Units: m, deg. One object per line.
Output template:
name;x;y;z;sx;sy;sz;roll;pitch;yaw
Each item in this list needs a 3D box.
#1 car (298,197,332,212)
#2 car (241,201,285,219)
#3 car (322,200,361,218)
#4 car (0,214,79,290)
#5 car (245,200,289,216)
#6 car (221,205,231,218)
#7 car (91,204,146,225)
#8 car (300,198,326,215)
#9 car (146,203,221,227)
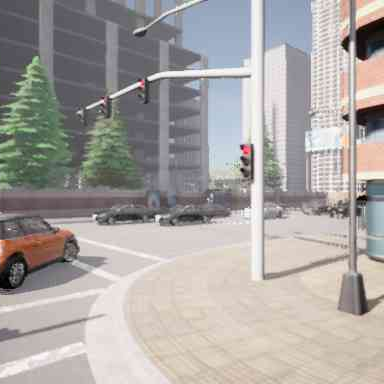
car;15.996;1.621;43.126;4.553;1.767;2.097;0;0;-40
car;6.550;1.725;30.583;4.674;1.442;1.812;0;0;-40
car;15.247;1.751;33.105;4.674;1.442;1.812;0;0;-40
car;-5.019;1.397;9.447;2.097;1.767;4.553;1;0;3
car;8.322;1.719;36.672;4.902;1.511;2.128;0;0;-40
car;1.660;1.756;31.054;4.181;1.385;1.994;0;0;-41
car;-5.143;1.647;25.297;4.902;1.511;2.128;0;0;-40
car;14.193;1.766;37.044;4.674;1.442;1.812;0;0;-40
car;-0.546;1.652;24.601;4.902;1.511;2.128;0;0;-40
